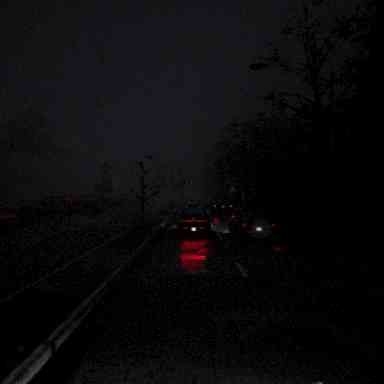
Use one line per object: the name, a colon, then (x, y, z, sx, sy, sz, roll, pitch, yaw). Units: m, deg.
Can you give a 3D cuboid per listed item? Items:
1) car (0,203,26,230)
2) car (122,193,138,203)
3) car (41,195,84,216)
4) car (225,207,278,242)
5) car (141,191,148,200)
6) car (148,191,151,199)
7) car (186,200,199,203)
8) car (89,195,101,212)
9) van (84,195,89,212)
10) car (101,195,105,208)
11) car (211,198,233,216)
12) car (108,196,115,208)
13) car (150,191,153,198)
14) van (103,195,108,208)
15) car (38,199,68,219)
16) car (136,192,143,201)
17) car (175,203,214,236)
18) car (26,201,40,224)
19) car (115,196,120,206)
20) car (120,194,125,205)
car: (-13.710, 1.633, 20.944, 5.366, 1.575, 1.946, -1, 0, -20)
car: (-13.855, 1.496, 65.736, 4.792, 1.488, 2.163, -1, 0, -20)
car: (-13.911, 1.374, 32.799, 5.566, 2.045, 2.435, -1, 0, -20)
car: (3.090, 1.699, 17.351, 1.994, 1.385, 4.181, 0, 0, 0)
car: (-13.858, 1.142, 77.750, 5.566, 2.045, 2.435, -1, 0, -20)
car: (-13.708, 1.322, 83.806, 5.366, 1.575, 1.946, -1, 0, -20)
car: (0.079, 1.639, 36.323, 1.812, 1.442, 4.674, 0, 0, 0)
car: (-13.860, 1.345, 38.795, 5.566, 2.045, 2.435, -1, 0, -20)
van: (-13.776, 1.383, 35.842, 4.442, 1.987, 1.878, -1, 0, -20)
car: (-13.875, 1.583, 41.765, 4.892, 1.521, 2.231, -1, 1, -20)
car: (3.080, 1.471, 35.006, 2.097, 1.767, 4.553, 0, 0, 0)
car: (-13.853, 1.427, 47.739, 4.553, 1.767, 2.185, -1, 1, -20)
car: (-13.908, 1.038, 86.730, 5.566, 2.045, 2.435, -1, 1, -20)
van: (-13.993, 1.344, 44.703, 4.442, 1.987, 1.878, -1, 1, -20)
car: (-13.878, 1.673, 29.829, 4.674, 1.452, 2.002, -1, 0, -20)
car: (-14.052, 1.434, 71.660, 5.366, 1.575, 1.946, -1, 1, -20)
car: (0.090, 1.646, 19.374, 1.837, 1.490, 4.892, 0, 0, 0)
car: (-13.854, 1.671, 23.872, 4.792, 1.488, 2.163, -1, 0, -20)
car: (-13.876, 1.579, 50.712, 4.674, 1.452, 2.002, -1, 1, -20)
car: (-13.855, 1.554, 53.730, 4.792, 1.488, 2.163, -1, 0, -20)
